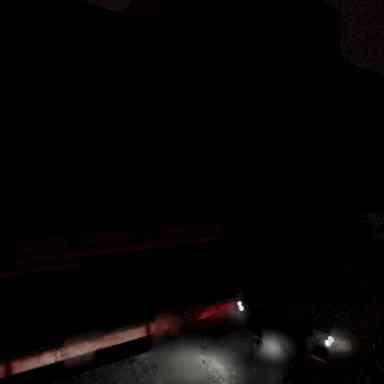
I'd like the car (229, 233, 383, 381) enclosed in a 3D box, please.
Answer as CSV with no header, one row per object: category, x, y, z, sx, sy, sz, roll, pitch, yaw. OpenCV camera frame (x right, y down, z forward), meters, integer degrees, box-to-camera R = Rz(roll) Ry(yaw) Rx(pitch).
car,3.145,1.460,5.614,5.357,1.411,2.033,-2,1,-35
